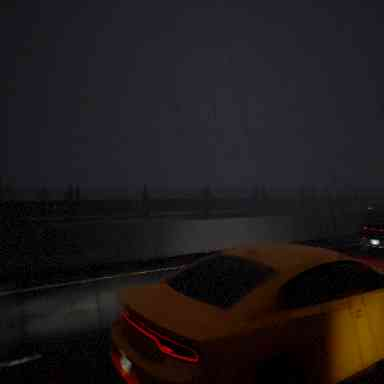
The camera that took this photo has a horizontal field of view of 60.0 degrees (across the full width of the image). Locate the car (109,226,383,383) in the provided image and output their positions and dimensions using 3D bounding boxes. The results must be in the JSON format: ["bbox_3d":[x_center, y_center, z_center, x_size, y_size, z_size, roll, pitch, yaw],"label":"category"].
[{"bbox_3d":[1.437,1.465,4.520,5.008,1.535,1.882,0,0,-33],"label":"car"}]

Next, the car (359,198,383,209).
[{"bbox_3d":[18.230,1.392,31.692,4.892,1.490,1.837,0,0,-17],"label":"car"}]

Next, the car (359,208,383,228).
[{"bbox_3d":[8.440,1.457,12.521,4.892,1.490,1.837,0,0,-27],"label":"car"}]
